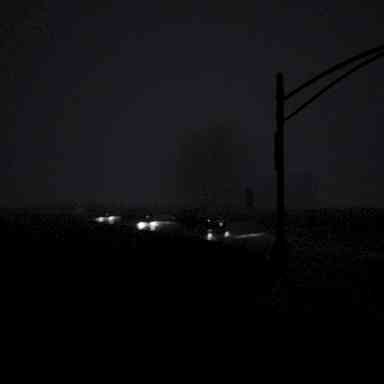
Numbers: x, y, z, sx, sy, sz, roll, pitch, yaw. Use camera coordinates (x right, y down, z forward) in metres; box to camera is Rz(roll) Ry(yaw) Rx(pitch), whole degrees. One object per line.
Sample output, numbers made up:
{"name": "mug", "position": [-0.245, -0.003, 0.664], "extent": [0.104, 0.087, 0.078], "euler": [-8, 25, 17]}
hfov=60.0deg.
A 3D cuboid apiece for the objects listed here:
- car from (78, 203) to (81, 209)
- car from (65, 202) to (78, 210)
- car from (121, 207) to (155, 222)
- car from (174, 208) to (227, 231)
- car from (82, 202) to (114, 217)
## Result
{"name": "car", "position": [-16.482, 2.413, 54.412], "extent": [1.837, 1.490, 4.892], "euler": [-1, -1, -36]}
{"name": "car", "position": [-22.512, 2.547, 62.856], "extent": [2.128, 1.511, 4.902], "euler": [-1, -1, -36]}
{"name": "car", "position": [-5.300, 2.154, 32.402], "extent": [1.994, 1.385, 4.181], "euler": [-1, -1, -36]}
{"name": "car", "position": [0.518, 1.941, 24.277], "extent": [2.128, 1.511, 4.902], "euler": [-1, 0, -36]}
{"name": "car", "position": [-11.434, 2.286, 41.011], "extent": [2.033, 1.411, 5.357], "euler": [-1, -1, -35]}
